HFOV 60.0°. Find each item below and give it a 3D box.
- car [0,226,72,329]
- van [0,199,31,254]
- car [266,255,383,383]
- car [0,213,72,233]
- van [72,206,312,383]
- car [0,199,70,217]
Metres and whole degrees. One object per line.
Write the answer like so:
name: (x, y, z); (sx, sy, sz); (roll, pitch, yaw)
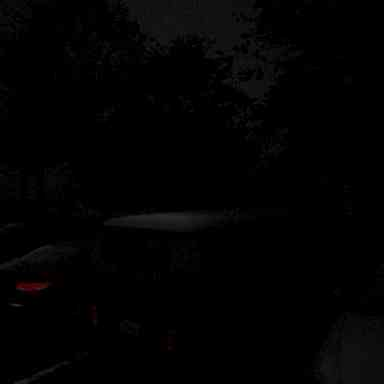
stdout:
car: (-1.665, 1.532, 6.944); (2.002, 1.452, 4.674); (0, 0, 35)
van: (-8.466, 1.284, 11.939); (1.878, 1.987, 4.442); (0, 0, 35)
car: (2.747, 1.520, 3.804); (2.002, 1.452, 4.674); (0, 0, 35)
car: (-3.923, 1.497, 8.550); (2.097, 1.535, 5.008); (0, 0, 35)
van: (0.557, 1.260, 5.506); (1.878, 1.987, 4.442); (0, 0, 35)
car: (-6.294, 1.252, 10.212); (2.435, 2.045, 5.566); (0, 0, 35)
